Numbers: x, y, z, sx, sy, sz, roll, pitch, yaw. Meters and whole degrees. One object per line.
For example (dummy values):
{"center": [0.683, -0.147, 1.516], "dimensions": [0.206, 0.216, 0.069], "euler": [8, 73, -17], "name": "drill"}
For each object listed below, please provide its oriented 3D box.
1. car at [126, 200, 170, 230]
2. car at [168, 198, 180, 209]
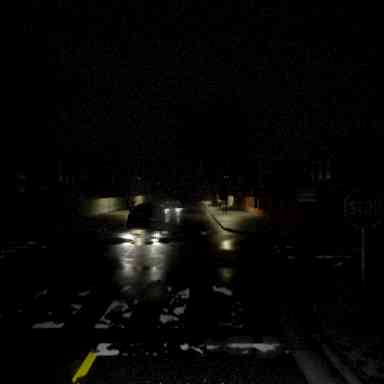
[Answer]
{"center": [-2.797, 1.500, 21.191], "dimensions": [1.882, 1.535, 5.008], "euler": [0, 0, 2], "name": "car"}
{"center": [-2.699, 1.532, 47.165], "dimensions": [1.812, 1.442, 4.674], "euler": [0, 0, 0], "name": "car"}
